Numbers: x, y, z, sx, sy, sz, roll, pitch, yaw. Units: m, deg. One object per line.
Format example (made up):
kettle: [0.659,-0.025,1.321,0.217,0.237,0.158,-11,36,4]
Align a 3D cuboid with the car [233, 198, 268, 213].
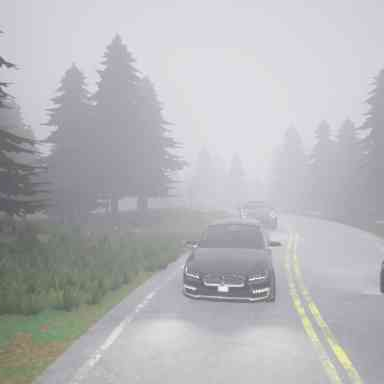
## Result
car: [6.170,1.408,35.732,1.837,1.490,4.892,2,-1,-16]

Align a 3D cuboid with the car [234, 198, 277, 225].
car: [3.857,1.269,20.360,2.097,1.767,4.553,-1,0,5]

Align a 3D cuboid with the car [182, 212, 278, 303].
car: [1.083,1.495,8.405,1.837,1.490,4.892,-1,0,12]

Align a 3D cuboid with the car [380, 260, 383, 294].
car: [4.489,1.308,4.638,2.097,1.767,4.553,-1,0,8]

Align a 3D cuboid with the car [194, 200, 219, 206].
car: [1.878,1.795,44.853,1.812,1.442,4.674,3,-5,-35]
